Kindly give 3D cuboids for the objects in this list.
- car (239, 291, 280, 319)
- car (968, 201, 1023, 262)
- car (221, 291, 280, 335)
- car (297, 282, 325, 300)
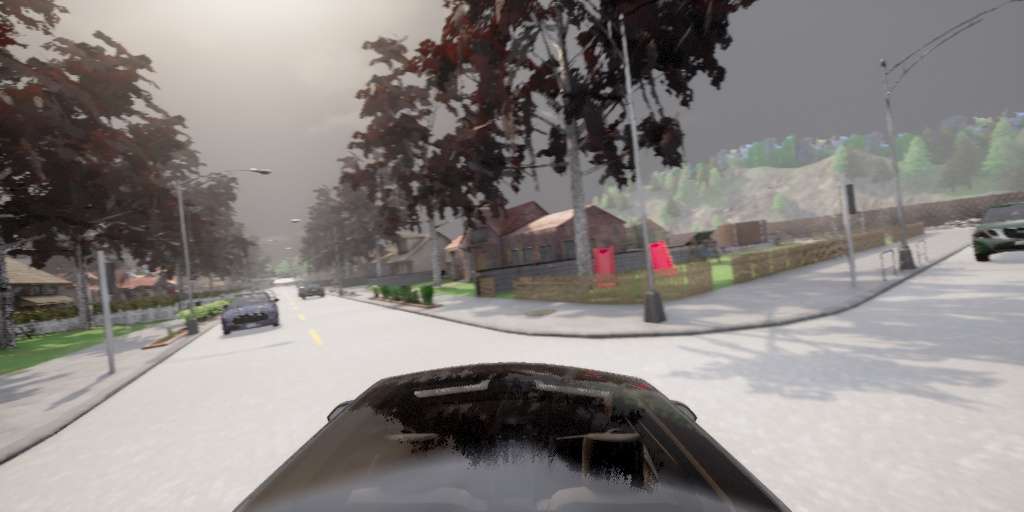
[{"bbox_3d":[-17.741,3.386,25.401,2.033,1.411,5.357,-6,0,-33],"label":"car"},{"bbox_3d":[18.912,-1.018,13.193,5.566,2.045,2.150,-6,-1,-33],"label":"car"},{"bbox_3d":[-12.543,2.569,17.375,2.097,1.767,4.553,-6,0,-33],"label":"car"},{"bbox_3d":[-21.948,3.743,39.414,2.097,1.767,4.553,-6,0,-33],"label":"car"}]
